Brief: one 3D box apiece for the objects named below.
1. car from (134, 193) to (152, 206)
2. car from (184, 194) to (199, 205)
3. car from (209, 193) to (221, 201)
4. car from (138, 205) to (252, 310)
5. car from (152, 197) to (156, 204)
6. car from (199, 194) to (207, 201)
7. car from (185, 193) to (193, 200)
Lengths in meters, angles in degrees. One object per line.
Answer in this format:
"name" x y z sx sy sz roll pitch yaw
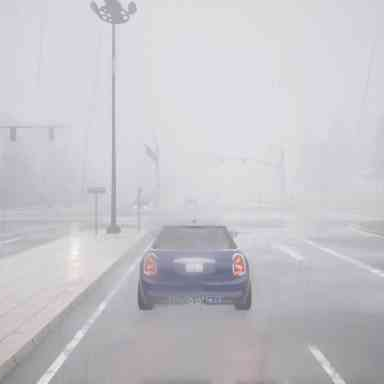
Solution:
"car" -8.334 1.347 55.615 2.097 1.767 4.553 0 0 -1
"car" -0.235 1.520 54.784 1.812 1.442 4.674 0 0 -1
"car" 6.241 1.206 85.084 2.150 2.045 5.566 0 0 -1
"car" 0.060 1.351 7.964 2.097 1.767 4.553 0 0 0
"car" -8.454 1.558 65.561 1.994 1.385 4.181 0 0 0
"car" 2.736 1.505 85.350 1.812 1.442 4.674 0 0 -1
"car" -0.942 1.180 95.643 2.150 2.045 5.566 0 0 -1
